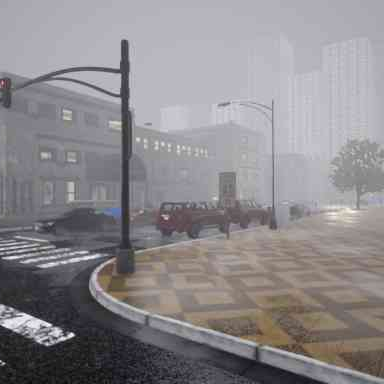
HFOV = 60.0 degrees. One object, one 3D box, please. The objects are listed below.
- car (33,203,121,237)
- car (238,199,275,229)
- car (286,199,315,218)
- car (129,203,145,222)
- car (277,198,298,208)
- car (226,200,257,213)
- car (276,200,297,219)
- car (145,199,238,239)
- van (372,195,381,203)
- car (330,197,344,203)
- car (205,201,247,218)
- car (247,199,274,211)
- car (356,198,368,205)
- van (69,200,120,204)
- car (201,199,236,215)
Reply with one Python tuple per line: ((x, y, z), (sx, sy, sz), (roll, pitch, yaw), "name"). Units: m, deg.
((-6.425, 1.578, 18.675), (1.812, 1.442, 4.674), (0, 0, 38), "car")
((3.365, 1.368, 22.284), (2.192, 1.841, 5.009), (-1, -1, 35), "car")
((9.760, 1.657, 31.292), (1.947, 1.339, 4.313), (-1, -1, 35), "car")
((-3.470, 1.531, 27.130), (1.967, 1.590, 4.097), (-1, -1, 35), "car")
((15.612, 1.742, 54.021), (1.752, 1.417, 4.829), (-1, -1, 35), "car")
((6.120, 1.701, 40.644), (2.008, 1.369, 4.403), (-1, -1, 35), "car")
((6.563, 1.616, 26.787), (1.887, 1.381, 4.507), (-1, -1, 35), "car")
((0.169, 1.350, 17.779), (2.192, 1.841, 5.009), (-1, -1, 35), "car")
((44.923, 1.694, 80.851), (1.690, 1.788, 3.998), (-1, -1, 35), "van")
((34.892, 1.915, 81.191), (2.008, 1.369, 4.403), (-1, -1, 35), "car")
((3.380, 1.613, 32.295), (1.837, 1.490, 4.892), (0, -1, 35), "car")
((9.318, 1.723, 45.150), (2.008, 1.369, 4.403), (-1, -1, 35), "car")
((32.137, 1.801, 62.828), (2.008, 1.369, 4.403), (-1, -1, 35), "car")
((-6.667, 1.414, 22.626), (1.690, 1.788, 3.998), (-1, 0, 35), "van")
((2.924, 1.570, 36.141), (1.967, 1.590, 4.097), (-1, -1, 35), "car")
